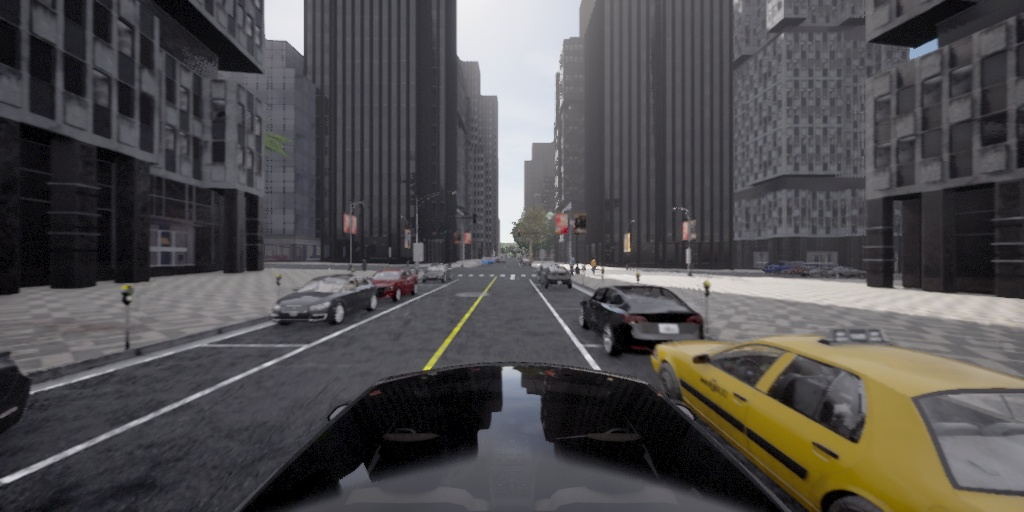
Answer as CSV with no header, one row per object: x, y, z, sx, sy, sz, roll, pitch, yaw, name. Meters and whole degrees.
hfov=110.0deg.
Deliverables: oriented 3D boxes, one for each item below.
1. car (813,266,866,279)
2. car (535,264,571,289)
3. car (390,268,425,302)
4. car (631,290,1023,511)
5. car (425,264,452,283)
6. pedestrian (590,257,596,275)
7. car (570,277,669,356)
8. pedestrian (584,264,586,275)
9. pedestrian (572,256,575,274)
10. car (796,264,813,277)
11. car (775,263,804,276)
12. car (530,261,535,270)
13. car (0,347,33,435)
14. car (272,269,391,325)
40.175,2.018,43.407,4.902,1.511,2.128,1,0,0,car
2.761,1.300,22.976,2.007,1.370,4.403,0,0,0,car
-5.764,1.294,17.082,1.888,1.381,4.507,0,0,0,car
2.763,1.275,3.161,1.751,1.417,4.829,0,0,0,car
-5.765,1.301,27.971,2.007,1.370,4.403,0,0,0,car
8.132,1.000,35.843,0.375,1.860,0.375,0,0,0,pedestrian
2.762,1.315,8.405,1.948,1.339,4.313,0,0,0,car
7.132,1.309,35.242,0.500,1.100,0.500,0,0,0,pedestrian
6.132,0.894,36.443,0.375,1.860,0.375,0,0,0,pedestrian
40.201,2.096,46.655,4.181,1.385,1.994,1,0,0,car
40.093,2.063,49.953,4.674,1.442,1.812,1,0,1,car
2.760,1.301,27.969,2.007,1.370,4.403,0,0,0,car
-5.762,1.300,1.766,2.007,1.370,4.403,0,0,0,car
-5.763,1.300,11.638,2.007,1.370,4.403,0,0,0,car
